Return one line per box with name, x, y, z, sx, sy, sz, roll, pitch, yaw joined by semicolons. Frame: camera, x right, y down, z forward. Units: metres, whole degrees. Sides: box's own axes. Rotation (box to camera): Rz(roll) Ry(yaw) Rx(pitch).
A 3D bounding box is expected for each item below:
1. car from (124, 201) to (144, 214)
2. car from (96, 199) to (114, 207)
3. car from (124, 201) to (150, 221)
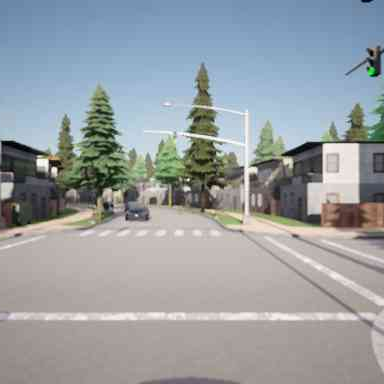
car;-7.444;1.887;42.445;1.812;1.442;4.674;0;0;-17
car;-15.590;2.014;59.343;2.128;1.511;4.902;0;-1;-35
car;-4.827;1.807;29.754;1.994;1.385;4.181;0;-1;-5
